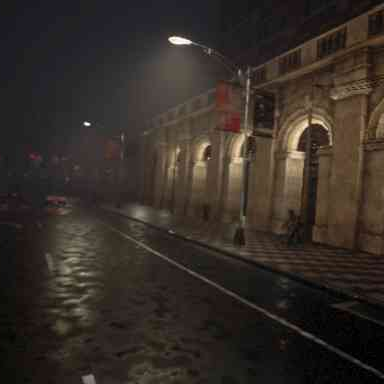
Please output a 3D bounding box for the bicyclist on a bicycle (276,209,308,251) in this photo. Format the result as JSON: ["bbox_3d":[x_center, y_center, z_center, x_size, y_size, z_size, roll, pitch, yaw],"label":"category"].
[{"bbox_3d":[3.950,1.514,12.992,1.656,1.620,0.582,4,0,-27],"label":"bicyclist on a bicycle"}]

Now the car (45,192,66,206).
[{"bbox_3d":[-14.099,0.664,34.293,1.895,1.301,4.718,3,0,-25],"label":"car"}]

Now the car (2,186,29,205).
[{"bbox_3d":[-17.339,0.219,32.802,2.097,1.767,4.553,3,0,-26],"label":"car"}]
